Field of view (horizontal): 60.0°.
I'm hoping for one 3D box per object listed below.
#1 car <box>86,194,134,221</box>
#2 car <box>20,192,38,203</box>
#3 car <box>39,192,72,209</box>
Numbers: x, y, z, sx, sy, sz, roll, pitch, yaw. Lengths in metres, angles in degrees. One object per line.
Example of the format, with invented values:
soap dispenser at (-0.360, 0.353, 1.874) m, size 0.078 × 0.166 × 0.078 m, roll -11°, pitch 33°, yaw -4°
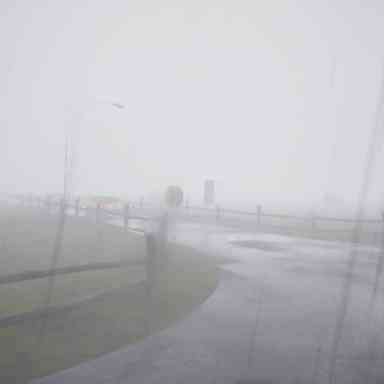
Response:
car at (-5.944, 1.060, 24.007) m, size 2.097 × 1.767 × 4.553 m, roll 2°, pitch 0°, yaw -37°
car at (-22.551, 0.777, 46.215) m, size 2.033 × 1.411 × 5.357 m, roll 2°, pitch 0°, yaw -37°
car at (-14.240, 0.829, 35.105) m, size 2.097 × 1.767 × 4.553 m, roll 2°, pitch 0°, yaw -37°
